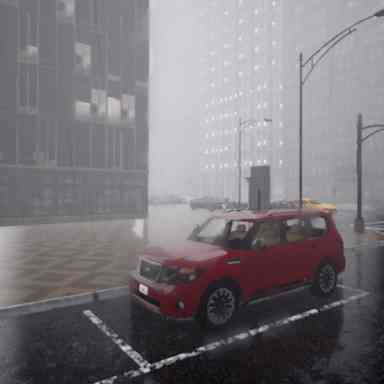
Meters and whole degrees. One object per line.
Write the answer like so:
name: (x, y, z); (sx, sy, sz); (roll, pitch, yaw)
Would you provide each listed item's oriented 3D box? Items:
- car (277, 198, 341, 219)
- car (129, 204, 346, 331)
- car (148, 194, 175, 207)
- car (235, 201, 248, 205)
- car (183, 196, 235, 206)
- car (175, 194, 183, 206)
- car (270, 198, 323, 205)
car: (9.861, 1.312, 28.452); (1.882, 1.535, 5.008); (0, 1, -37)
car: (1.230, 1.323, 7.060); (5.009, 1.841, 2.192); (0, 0, -35)
car: (-4.830, 1.119, 42.805); (2.033, 1.411, 5.357); (0, 1, -36)
car: (3.947, 1.313, 36.417); (1.895, 1.301, 4.718); (0, 1, -37)
car: (1.652, 1.198, 34.056); (2.128, 1.511, 4.902); (0, 1, -37)
car: (-2.483, 1.070, 45.093); (2.128, 1.511, 4.902); (0, 0, -36)
car: (7.578, 1.377, 26.074); (2.033, 1.411, 5.357); (0, 1, -37)
